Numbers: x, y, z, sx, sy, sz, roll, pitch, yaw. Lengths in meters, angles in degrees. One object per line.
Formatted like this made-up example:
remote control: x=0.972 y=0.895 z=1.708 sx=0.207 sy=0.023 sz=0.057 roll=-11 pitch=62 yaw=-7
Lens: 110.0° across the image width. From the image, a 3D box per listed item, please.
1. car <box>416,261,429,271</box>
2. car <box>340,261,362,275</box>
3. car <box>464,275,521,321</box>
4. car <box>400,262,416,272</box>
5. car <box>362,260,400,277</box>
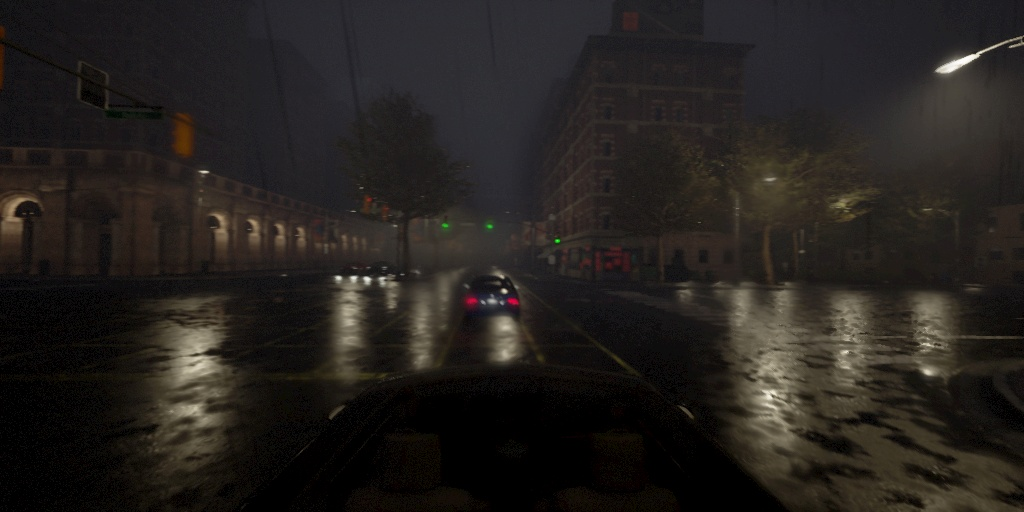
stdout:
car: x=-15.173 y=1.679 z=57.654 sx=1.895 sy=1.301 sz=4.718 roll=1 pitch=-1 yaw=-4
car: x=-17.658 y=1.338 z=40.546 sx=1.882 sy=1.535 sz=5.008 roll=1 pitch=-1 yaw=-3
car: x=-0.720 y=1.402 z=12.950 sx=2.033 sy=1.411 sz=5.357 roll=1 pitch=-1 yaw=-4
car: x=-14.545 y=1.546 z=47.357 sx=1.994 sy=1.385 sz=4.181 roll=1 pitch=-1 yaw=-3
car: x=-14.050 y=1.253 z=38.734 sx=2.097 sy=1.767 sz=4.553 roll=1 pitch=-1 yaw=-3
